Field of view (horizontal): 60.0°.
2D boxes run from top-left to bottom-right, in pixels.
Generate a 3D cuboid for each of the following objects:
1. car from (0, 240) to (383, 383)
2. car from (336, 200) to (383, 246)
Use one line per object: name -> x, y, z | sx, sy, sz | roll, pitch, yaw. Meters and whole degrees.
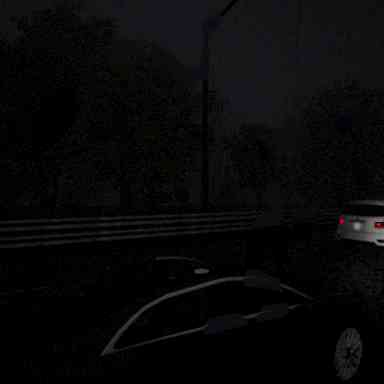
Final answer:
car -> 0.126, 1.508, 3.810 | 4.902, 1.511, 2.128 | 1, 0, -35
car -> 8.303, 1.339, 13.769 | 5.566, 2.045, 2.150 | 1, 0, -34
